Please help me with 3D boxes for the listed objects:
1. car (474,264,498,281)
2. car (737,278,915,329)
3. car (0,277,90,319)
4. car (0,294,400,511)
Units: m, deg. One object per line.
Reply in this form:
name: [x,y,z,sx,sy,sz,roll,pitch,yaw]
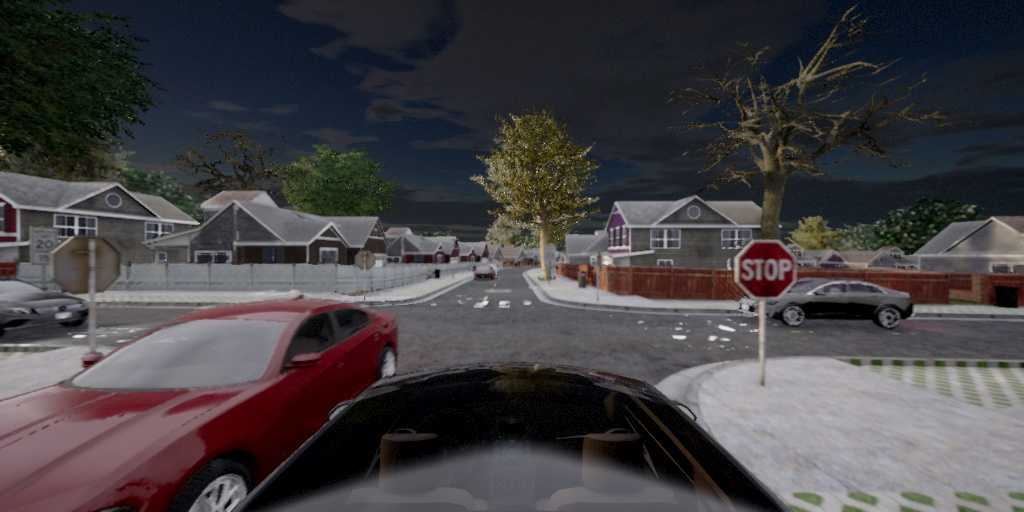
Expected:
car: [-2.732,1.656,36.051,1.882,1.535,5.008,0,0,0]
car: [10.352,1.495,12.058,4.902,1.511,2.128,1,0,2]
car: [-13.879,1.254,9.299,4.674,1.442,1.812,0,0,1]
car: [-2.746,1.257,3.817,1.882,1.535,5.008,0,-1,0]
